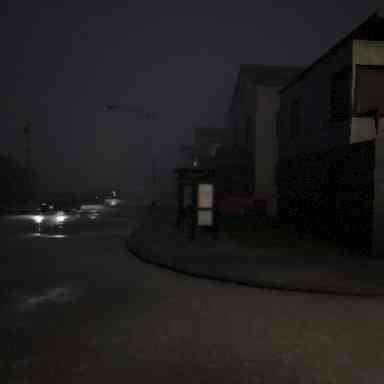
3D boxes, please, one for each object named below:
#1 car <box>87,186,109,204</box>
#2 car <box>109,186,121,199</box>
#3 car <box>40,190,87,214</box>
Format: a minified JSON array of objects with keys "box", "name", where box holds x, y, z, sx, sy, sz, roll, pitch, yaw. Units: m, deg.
[{"box":[-10.276,0.402,34.622,1.882,1.535,5.008,1,1,-4],"name":"car"},{"box":[-11.082,-0.011,45.515,2.097,1.767,4.553,1,1,-4],"name":"car"},{"box":[-9.505,0.698,24.487,1.837,1.490,4.892,1,1,-4],"name":"car"}]
